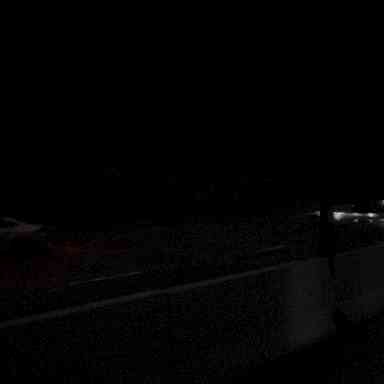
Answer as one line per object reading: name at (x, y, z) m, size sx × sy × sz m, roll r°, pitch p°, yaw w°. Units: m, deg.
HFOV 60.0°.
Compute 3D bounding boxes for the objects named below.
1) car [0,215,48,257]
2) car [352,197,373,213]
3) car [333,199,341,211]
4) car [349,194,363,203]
car at (-7.553, 1.555, 11.627) m, size 4.674 × 1.442 × 1.812 m, roll 0°, pitch 0°, yaw -37°
car at (21.008, 1.714, 40.764) m, size 1.882 × 1.535 × 5.008 m, roll 0°, pitch 0°, yaw 25°
car at (19.551, 1.773, 45.968) m, size 2.128 × 1.511 × 4.902 m, roll 0°, pitch -1°, yaw 23°
car at (34.271, 1.406, 69.498) m, size 2.150 × 2.045 × 5.566 m, roll 0°, pitch 0°, yaw 15°
